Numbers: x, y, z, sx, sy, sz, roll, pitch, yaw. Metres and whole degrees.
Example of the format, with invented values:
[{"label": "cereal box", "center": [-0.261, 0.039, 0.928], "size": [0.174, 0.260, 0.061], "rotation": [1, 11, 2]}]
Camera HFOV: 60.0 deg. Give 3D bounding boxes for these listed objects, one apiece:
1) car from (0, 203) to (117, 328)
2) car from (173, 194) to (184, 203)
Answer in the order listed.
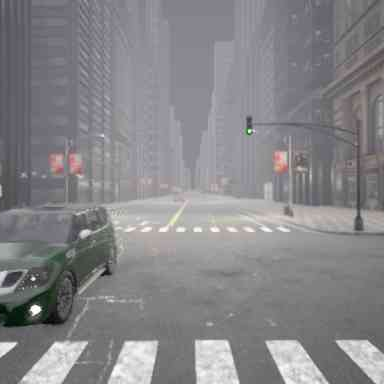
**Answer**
[{"label": "car", "center": [-3.228, 1.323, 7.483], "size": [2.150, 2.045, 5.566], "rotation": [0, 0, 0]}, {"label": "car", "center": [-2.994, 1.476, 75.375], "size": [2.150, 2.045, 5.566], "rotation": [0, 0, 0]}]
